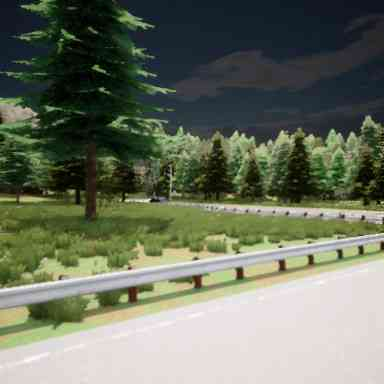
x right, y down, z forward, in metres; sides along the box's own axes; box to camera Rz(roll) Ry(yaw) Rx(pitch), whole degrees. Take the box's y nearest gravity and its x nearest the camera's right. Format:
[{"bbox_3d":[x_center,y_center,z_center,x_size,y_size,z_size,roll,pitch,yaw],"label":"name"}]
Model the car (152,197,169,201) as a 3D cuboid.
[{"bbox_3d":[-5.213,1.515,55.756,2.128,1.511,4.902,0,0,-34],"label":"car"}]
